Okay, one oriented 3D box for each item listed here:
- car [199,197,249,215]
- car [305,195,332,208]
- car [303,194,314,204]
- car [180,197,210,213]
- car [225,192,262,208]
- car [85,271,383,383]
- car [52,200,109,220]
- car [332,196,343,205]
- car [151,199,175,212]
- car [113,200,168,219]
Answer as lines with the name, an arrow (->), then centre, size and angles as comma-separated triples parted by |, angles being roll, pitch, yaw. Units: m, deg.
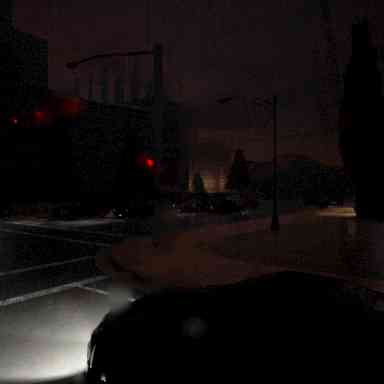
car -> 3.341, 1.547, 33.722 | 2.033, 1.411, 5.357 | 0, 0, 36
car -> 18.589, 1.564, 48.788 | 1.994, 1.385, 4.181 | 0, 0, 37
car -> 21.158, 1.503, 58.272 | 1.837, 1.490, 4.892 | 0, 0, 36
car -> 0.717, 1.352, 36.409 | 2.097, 1.767, 4.553 | 0, 0, 36
car -> 7.016, 1.221, 45.069 | 2.150, 2.045, 5.566 | 0, 0, 36
car -> 0.837, 1.564, 3.403 | 4.181, 1.385, 1.994 | 0, 0, 35
car -> -9.403, 1.478, 28.435 | 1.882, 1.535, 5.008 | 0, 0, 36
car -> 24.487, 1.492, 56.901 | 2.128, 1.511, 4.902 | 0, 0, 36
car -> -3.884, 1.505, 36.023 | 1.837, 1.490, 4.892 | 0, 0, 36
car -> -4.600, 1.601, 29.079 | 1.895, 1.301, 4.718 | 0, 0, 36
